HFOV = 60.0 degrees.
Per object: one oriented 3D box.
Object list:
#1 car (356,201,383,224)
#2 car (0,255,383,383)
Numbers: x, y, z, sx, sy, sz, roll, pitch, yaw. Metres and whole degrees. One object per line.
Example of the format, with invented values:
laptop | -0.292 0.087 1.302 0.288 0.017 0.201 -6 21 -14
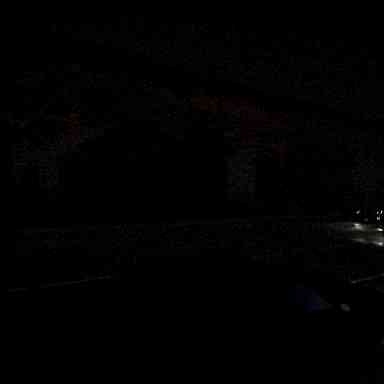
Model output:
car | 14.938 1.519 26.128 4.553 1.767 2.097 0 0 -33
car | 0.454 1.562 4.204 5.357 1.411 2.033 0 0 -30
